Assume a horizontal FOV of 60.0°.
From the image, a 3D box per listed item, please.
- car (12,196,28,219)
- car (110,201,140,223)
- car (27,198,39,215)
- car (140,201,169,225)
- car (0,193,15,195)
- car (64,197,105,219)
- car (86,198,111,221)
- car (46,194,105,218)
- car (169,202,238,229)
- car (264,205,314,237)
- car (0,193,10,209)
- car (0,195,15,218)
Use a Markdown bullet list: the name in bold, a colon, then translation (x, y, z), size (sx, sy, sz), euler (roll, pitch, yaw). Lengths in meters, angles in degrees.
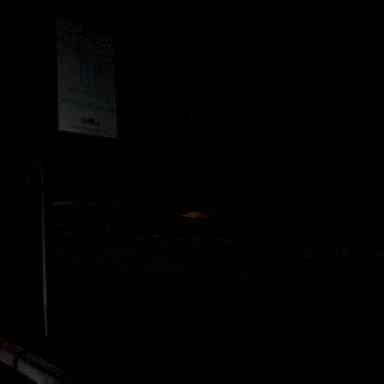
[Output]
- **car**: translation (-14.633, 1.451, 33.081), size (2.097, 1.535, 5.008), euler (0, 0, 35)
- **car**: translation (-3.314, 1.470, 25.048), size (2.231, 1.521, 4.892), euler (0, 0, 35)
- **car**: translation (-12.369, 1.458, 31.471), size (2.231, 1.521, 4.892), euler (0, 0, 35)
- **car**: translation (-1.039, 1.502, 23.458), size (2.163, 1.488, 4.792), euler (0, 0, 35)
- **car**: translation (-23.697, 1.148, 39.497), size (2.435, 2.045, 5.566), euler (0, 0, 35)
- **car**: translation (-7.839, 1.463, 28.264), size (2.097, 1.535, 5.008), euler (0, 0, 35)
- **car**: translation (-5.577, 1.466, 26.655), size (2.097, 1.535, 5.008), euler (0, 0, 35)
- **car**: translation (-10.121, 1.208, 29.845), size (2.435, 2.045, 5.566), euler (0, 0, 35)
- **car**: translation (1.098, 1.473, 21.675), size (1.946, 1.575, 5.366), euler (0, 0, 35)
- **car**: translation (5.714, 1.512, 18.586), size (2.163, 1.488, 4.792), euler (0, 0, 35)
- **car**: translation (-25.927, 1.128, 41.152), size (2.435, 2.045, 5.566), euler (1, 0, 35)
- **car**: translation (-16.786, 1.440, 34.845), size (1.946, 1.575, 5.366), euler (0, 0, 35)
